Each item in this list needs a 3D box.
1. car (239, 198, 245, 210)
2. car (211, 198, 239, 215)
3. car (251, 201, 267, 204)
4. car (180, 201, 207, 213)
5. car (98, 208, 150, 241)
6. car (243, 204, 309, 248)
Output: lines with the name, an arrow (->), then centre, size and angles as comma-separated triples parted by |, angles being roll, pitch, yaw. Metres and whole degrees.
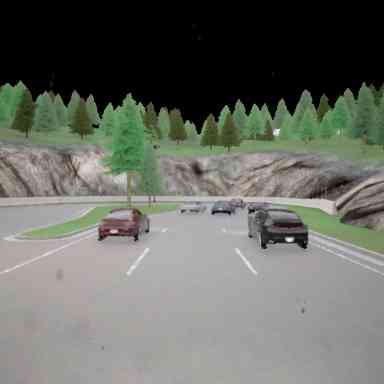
car -> 5.911, 1.546, 43.618 | 2.033, 1.411, 5.357 | 0, 0, 13
car -> 3.271, 1.563, 33.842 | 1.994, 1.385, 4.181 | 0, 0, 15
car -> 7.007, 1.600, 34.480 | 1.895, 1.301, 4.718 | 0, 0, 16
car -> 0.234, 1.600, 36.149 | 1.895, 1.301, 4.718 | 0, 0, 16
car -> -3.283, 1.525, 16.602 | 1.812, 1.442, 4.674 | 0, 0, 2
car -> 3.661, 1.504, 14.750 | 1.837, 1.490, 4.892 | 0, 0, 1
